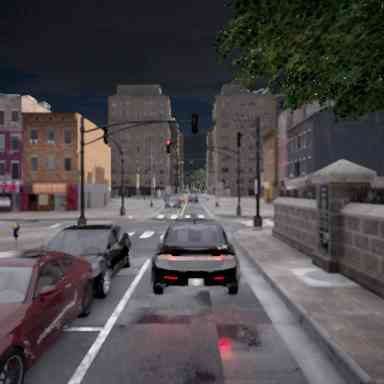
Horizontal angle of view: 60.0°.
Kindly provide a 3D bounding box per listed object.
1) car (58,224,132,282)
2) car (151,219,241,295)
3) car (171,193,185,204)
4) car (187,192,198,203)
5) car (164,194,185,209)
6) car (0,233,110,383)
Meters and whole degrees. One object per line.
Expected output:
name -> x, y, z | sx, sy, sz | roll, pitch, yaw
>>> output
car -> -2.644, 1.527, 8.419 | 1.947, 1.339, 4.313 | 0, 0, 0
car -> 0.077, 1.452, 8.602 | 2.128, 1.511, 4.902 | 0, 0, 0
car -> -2.324, 1.082, 56.965 | 2.097, 1.767, 4.553 | 0, 0, 0
car -> 0.231, 1.239, 60.634 | 1.812, 1.442, 4.674 | 0, 0, 0
car -> -2.319, 1.300, 40.810 | 2.128, 1.511, 4.902 | 0, 0, 0
car -> -2.641, 1.560, 4.756 | 1.802, 1.307, 4.206 | 0, 0, 0
